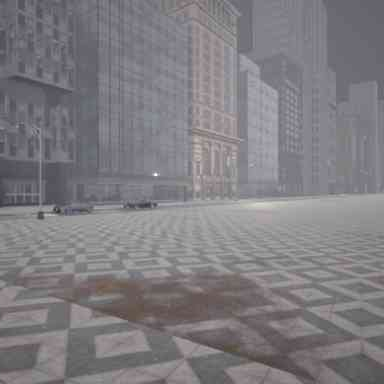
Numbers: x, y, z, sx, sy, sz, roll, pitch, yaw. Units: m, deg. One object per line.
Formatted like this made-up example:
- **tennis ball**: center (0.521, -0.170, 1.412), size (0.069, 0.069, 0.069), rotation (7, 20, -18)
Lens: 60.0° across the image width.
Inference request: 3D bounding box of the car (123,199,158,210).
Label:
- **car**: center (-6.688, 1.592, 43.272), size (1.895, 1.301, 4.718), rotation (0, 0, 36)

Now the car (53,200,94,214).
- **car**: center (-12.460, 1.569, 35.163), size (1.994, 1.385, 4.181), rotation (0, 0, 37)
